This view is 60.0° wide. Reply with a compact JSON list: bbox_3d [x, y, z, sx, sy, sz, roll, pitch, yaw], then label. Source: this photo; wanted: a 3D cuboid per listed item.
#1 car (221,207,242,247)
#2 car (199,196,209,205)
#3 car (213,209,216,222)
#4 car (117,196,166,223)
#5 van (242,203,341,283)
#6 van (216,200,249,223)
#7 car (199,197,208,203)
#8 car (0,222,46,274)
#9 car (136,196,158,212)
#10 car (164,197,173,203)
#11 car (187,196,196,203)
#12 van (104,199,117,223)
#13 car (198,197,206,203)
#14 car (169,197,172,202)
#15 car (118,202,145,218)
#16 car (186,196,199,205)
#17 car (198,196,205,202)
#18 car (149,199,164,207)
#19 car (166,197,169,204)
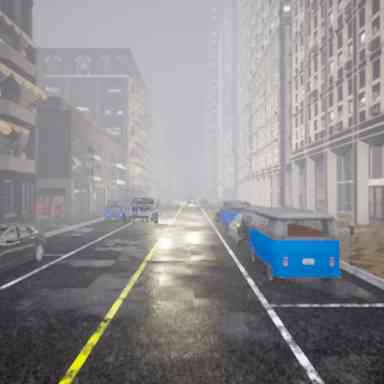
[{"bbox_3d":[2.664,1.600,15.136,2.008,1.369,4.403,0,0,0],"label":"car"},{"bbox_3d":[2.558,1.833,65.973,1.802,1.307,4.206,0,0,0],"label":"car"},{"bbox_3d":[2.640,1.657,26.434,1.947,1.339,4.313,0,0,0],"label":"car"},{"bbox_3d":[-3.040,1.051,21.086,2.097,1.767,4.553,0,0,0],"label":"car"},{"bbox_3d":[2.675,1.370,9.489,1.690,1.788,3.998,0,0,0],"label":"van"},{"bbox_3d":[2.652,1.411,20.786,1.690,1.788,3.998,0,0,0],"label":"van"},{"bbox_3d":[2.536,1.868,77.270,1.947,1.339,4.313,0,0,0],"label":"car"},{"bbox_3d":[-5.705,1.594,9.471,2.008,1.369,4.403,0,0,0],"label":"car"},{"bbox_3d":[-5.776,1.486,43.363,2.192,1.841,5.009,0,0,0],"label":"car"},{"bbox_3d":[-5.857,1.887,82.902,1.887,1.381,4.507,0,0,0],"label":"car"},{"bbox_3d":[-0.148,1.624,74.094,1.837,1.490,4.892,0,0,0],"label":"car"},{"bbox_3d":[-5.740,1.446,26.417,1.690,1.788,3.998,0,0,0],"label":"van"},{"bbox_3d":[2.523,1.910,82.919,1.802,1.307,4.206,0,0,0],"label":"car"},{"bbox_3d":[-5.833,1.815,71.435,1.752,1.417,4.829,0,0,0],"label":"car"},{"bbox_3d":[-5.752,1.709,32.065,1.802,1.307,4.206,0,0,0],"label":"car"},{"bbox_3d":[-0.128,1.849,64.120,1.895,1.301,4.718,0,0,0],"label":"car"},{"bbox_3d":[2.512,1.795,88.567,1.967,1.590,4.097,0,0,0],"label":"car"},{"bbox_3d":[-5.798,1.783,54.659,1.947,1.339,4.313,0,0,0],"label":"car"},{"bbox_3d":[-5.809,1.791,60.307,2.008,1.369,4.403,0,0,0],"label":"car"}]
